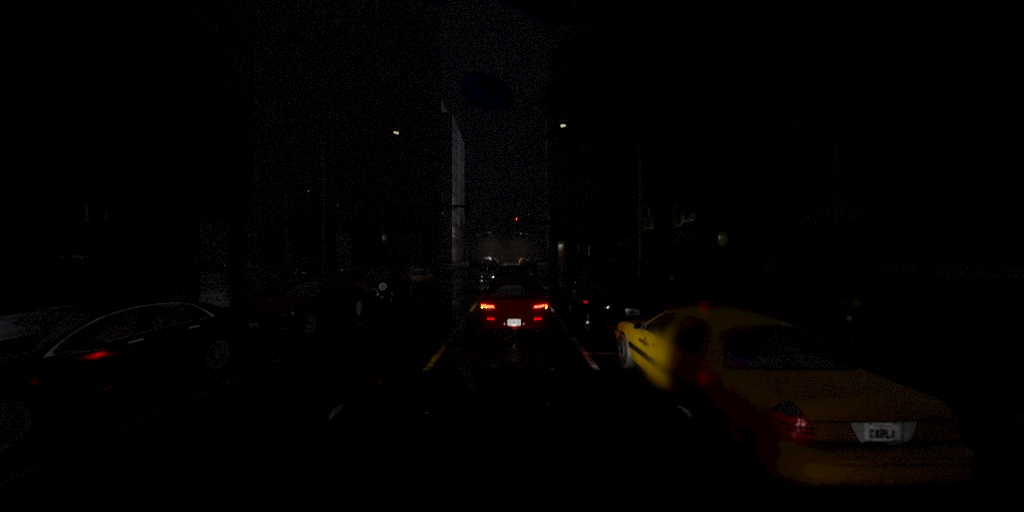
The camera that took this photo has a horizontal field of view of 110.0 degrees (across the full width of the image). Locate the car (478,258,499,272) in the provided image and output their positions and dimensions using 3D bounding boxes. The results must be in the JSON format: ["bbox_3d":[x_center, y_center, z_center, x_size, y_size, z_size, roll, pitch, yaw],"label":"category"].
[{"bbox_3d":[-3.138,1.312,47.985,1.812,1.442,4.674,0,0,0],"label":"car"}]

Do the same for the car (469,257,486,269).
[{"bbox_3d":[-5.811,1.112,58.575,2.192,1.841,5.009,0,0,0],"label":"car"}]

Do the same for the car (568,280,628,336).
[{"bbox_3d":[2.757,1.321,10.263,1.948,1.339,4.313,0,0,0],"label":"car"}]

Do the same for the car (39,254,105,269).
[{"bbox_3d":[-39.702,0.555,32.565,4.674,1.442,1.812,1,0,0],"label":"car"}]

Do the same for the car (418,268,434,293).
[{"bbox_3d":[-5.778,1.288,20.997,1.751,1.417,4.829,0,0,0],"label":"car"}]

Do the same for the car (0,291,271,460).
[{"bbox_3d":[-5.764,1.302,4.796,2.007,1.370,4.403,0,0,0],"label":"car"}]

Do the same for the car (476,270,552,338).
[{"bbox_3d":[0.063,1.281,10.098,1.812,1.442,4.674,0,0,0],"label":"car"}]

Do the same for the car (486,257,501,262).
[{"bbox_3d":[-3.136,1.361,58.630,1.994,1.385,4.181,0,0,0],"label":"car"}]

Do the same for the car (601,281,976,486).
[{"bbox_3d":[2.761,1.277,4.976,1.751,1.417,4.829,0,0,0],"label":"car"}]

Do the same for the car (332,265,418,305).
[{"bbox_3d":[-5.773,1.198,15.710,1.967,1.591,4.097,0,0,0],"label":"car"}]

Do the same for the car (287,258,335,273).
[{"bbox_3d":[-17.905,0.940,32.615,4.902,1.511,2.128,1,0,0],"label":"car"}]

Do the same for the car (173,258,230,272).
[{"bbox_3d":[-27.701,0.858,32.591,4.718,1.301,1.895,1,0,0],"label":"car"}]

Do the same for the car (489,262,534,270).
[{"bbox_3d":[0.004,1.266,18.964,1.837,1.490,4.892,0,0,0],"label":"car"}]

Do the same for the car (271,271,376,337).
[{"bbox_3d":[-5.769,1.300,10.253,1.888,1.381,4.507,0,0,0],"label":"car"}]

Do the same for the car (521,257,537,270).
[{"bbox_3d":[2.719,1.231,53.145,1.967,1.591,4.097,0,0,0],"label":"car"}]
